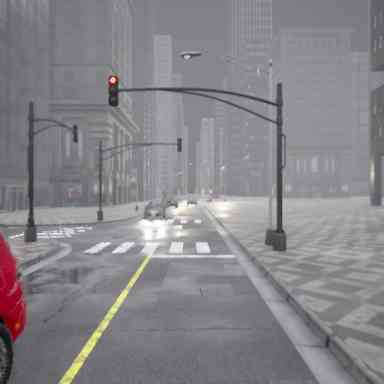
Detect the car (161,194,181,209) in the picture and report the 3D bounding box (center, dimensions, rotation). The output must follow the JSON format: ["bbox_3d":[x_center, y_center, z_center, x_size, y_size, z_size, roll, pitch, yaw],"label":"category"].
[{"bbox_3d":[-3.070,1.282,46.992,2.150,2.045,5.566,0,0,0],"label":"car"}]

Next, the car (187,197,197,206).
[{"bbox_3d":[0.023,1.628,57.682,2.033,1.411,5.357,0,0,0],"label":"car"}]

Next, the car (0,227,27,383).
[{"bbox_3d":[-3.103,1.223,1.845,2.150,2.045,5.566,0,0,0],"label":"car"}]

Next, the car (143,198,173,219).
[{"bbox_3d":[-3.089,1.526,29.149,2.128,1.511,4.902,0,0,0],"label":"car"}]
